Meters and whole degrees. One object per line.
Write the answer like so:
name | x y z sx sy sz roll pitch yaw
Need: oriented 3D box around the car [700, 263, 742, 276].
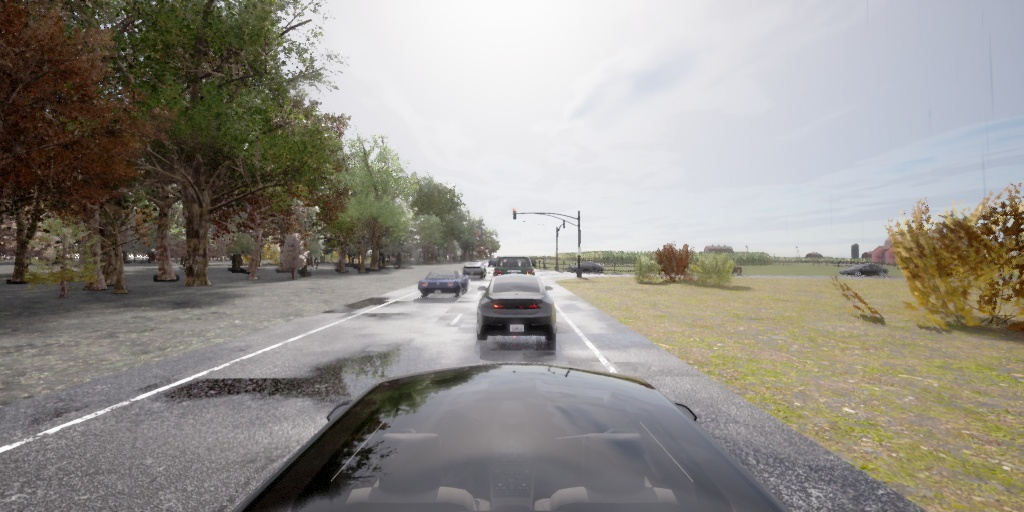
car | 24.754 1.555 42.930 5.008 1.535 1.882 1 -1 0

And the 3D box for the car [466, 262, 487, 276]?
car | -3.398 1.249 32.914 2.128 1.511 4.902 0 0 0

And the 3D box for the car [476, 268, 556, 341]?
car | 0.101 1.257 9.895 1.837 1.490 4.892 0 0 0

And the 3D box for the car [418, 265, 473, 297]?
car | -3.398 1.355 18.705 1.895 1.301 4.718 0 0 0

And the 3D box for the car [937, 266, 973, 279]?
car | 48.935 1.807 39.221 4.674 1.442 1.812 1 -1 0

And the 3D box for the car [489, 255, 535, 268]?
car | 0.104 0.976 19.810 2.150 2.045 5.566 0 0 0

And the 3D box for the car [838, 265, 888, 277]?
car | 41.920 1.768 42.837 4.892 1.490 1.837 0 -1 0

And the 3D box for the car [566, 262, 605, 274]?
car | 8.965 1.446 43.945 4.674 1.442 1.812 1 -1 14
